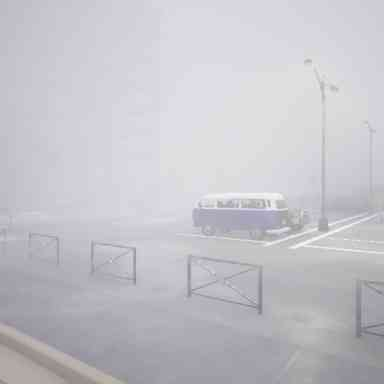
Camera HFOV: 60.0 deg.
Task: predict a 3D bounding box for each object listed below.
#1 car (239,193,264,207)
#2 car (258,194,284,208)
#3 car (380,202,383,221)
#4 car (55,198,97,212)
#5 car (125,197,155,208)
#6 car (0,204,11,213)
[{"bbox_3d":[10.795,1.449,59.537,1.837,1.490,4.892,0,0,36],"label":"car"},{"bbox_3d":[13.692,1.545,57.572,1.895,1.301,4.718,0,0,36],"label":"car"},{"bbox_3d":[17.298,1.153,25.445,4.605,1.855,1.932,0,0,36],"label":"car"},{"bbox_3d":[-13.319,1.422,38.325,1.882,1.535,5.008,0,0,36],"label":"car"},{"bbox_3d":[-7.246,1.436,46.758,2.128,1.511,4.902,0,0,36],"label":"car"},{"bbox_3d":[-19.376,1.492,29.908,2.033,1.411,5.357,0,0,36],"label":"car"}]
